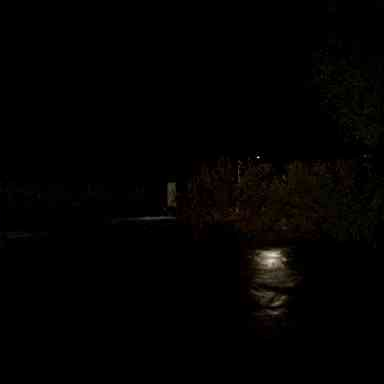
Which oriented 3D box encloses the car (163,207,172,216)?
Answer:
[{"bbox_3d":[-0.756,1.788,34.030,1.895,1.301,4.718,0,0,41],"label":"car"}]
